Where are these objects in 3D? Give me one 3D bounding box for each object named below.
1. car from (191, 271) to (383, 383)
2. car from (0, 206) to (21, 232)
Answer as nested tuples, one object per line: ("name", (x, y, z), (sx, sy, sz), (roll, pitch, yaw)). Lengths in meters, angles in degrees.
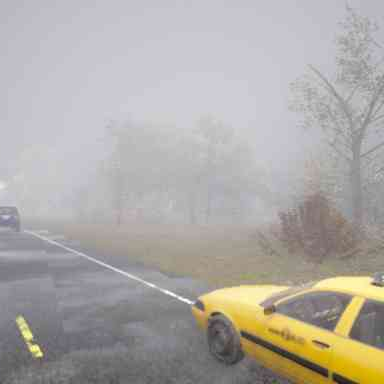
("car", (2.029, 1.683, 3.985), (1.801, 1.575, 5.366), (3, -3, -35))
("car", (-15.433, 2.128, 27.083), (2.150, 2.045, 5.566), (3, -3, -35))
